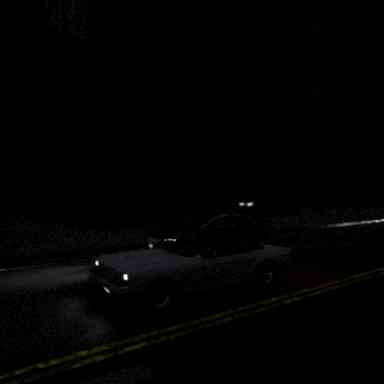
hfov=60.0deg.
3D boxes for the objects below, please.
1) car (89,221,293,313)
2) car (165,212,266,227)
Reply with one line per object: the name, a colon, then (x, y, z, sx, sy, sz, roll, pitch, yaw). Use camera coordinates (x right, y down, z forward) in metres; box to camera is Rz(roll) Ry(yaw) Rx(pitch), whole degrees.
car: (0.143, 1.602, 7.779, 4.718, 1.301, 1.895, 0, 0, -36)
car: (0.676, 1.492, 12.149, 4.902, 1.511, 2.128, 0, 0, -35)
